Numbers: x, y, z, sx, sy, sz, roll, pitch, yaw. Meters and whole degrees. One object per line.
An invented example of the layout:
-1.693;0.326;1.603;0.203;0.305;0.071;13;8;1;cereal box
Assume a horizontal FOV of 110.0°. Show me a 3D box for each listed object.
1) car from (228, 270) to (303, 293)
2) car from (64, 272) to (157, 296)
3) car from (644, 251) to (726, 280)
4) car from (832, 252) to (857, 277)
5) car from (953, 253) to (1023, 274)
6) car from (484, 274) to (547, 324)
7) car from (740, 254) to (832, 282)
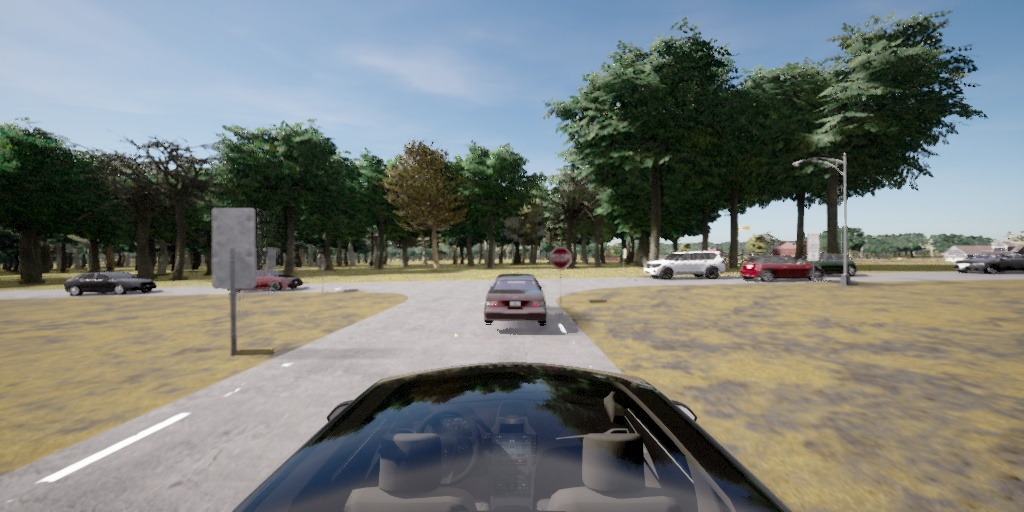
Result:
-16.310;1.613;23.790;4.181;1.385;1.994;-1;1;0;car
-26.595;1.791;23.819;4.892;1.490;1.837;-1;1;0;car
12.805;0.657;26.692;5.566;2.045;2.150;-1;1;0;car
22.649;0.611;26.664;4.553;1.767;2.097;-1;1;0;car
35.937;0.537;26.638;4.902;1.511;2.128;-1;1;0;car
0.151;1.287;11.846;2.033;1.411;5.357;0;0;2;car
17.825;0.737;23.743;4.553;1.767;2.097;-1;1;0;car
